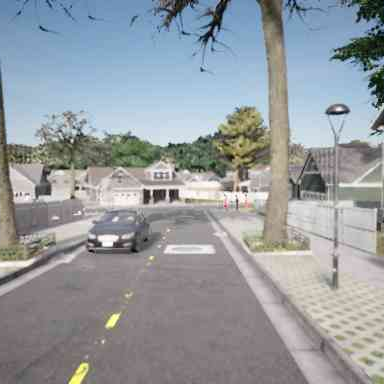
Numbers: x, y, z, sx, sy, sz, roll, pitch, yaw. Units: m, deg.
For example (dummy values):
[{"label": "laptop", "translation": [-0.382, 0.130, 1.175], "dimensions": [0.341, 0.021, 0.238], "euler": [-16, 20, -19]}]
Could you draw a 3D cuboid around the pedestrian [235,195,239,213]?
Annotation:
[{"label": "pedestrian", "translation": [4.495, 1.152, 33.210], "dimensions": [0.375, 1.860, 0.375], "euler": [-3, 3, 0]}]

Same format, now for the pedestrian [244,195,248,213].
[{"label": "pedestrian", "translation": [5.494, 1.152, 33.811], "dimensions": [0.375, 1.860, 0.375], "euler": [-3, 3, 0]}]

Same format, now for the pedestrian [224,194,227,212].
[{"label": "pedestrian", "translation": [3.494, 1.152, 34.410], "dimensions": [0.375, 1.860, 0.375], "euler": [-3, 3, 0]}]

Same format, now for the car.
[{"label": "car", "translation": [-2.853, 1.491, 13.699], "dimensions": [2.128, 1.511, 4.902], "euler": [0, 0, 0]}]
